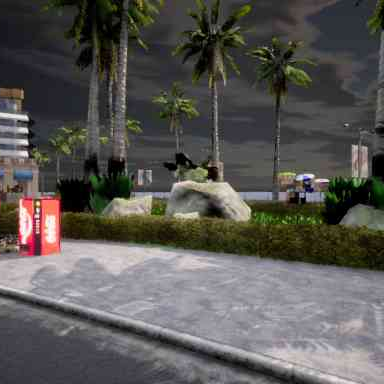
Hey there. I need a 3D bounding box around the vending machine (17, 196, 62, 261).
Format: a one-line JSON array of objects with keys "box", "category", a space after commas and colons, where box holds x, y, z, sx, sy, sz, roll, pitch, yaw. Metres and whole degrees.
[{"box": [-5.242, 1.195, 11.447, 0.880, 2.100, 1.100, 0, 0, 28], "category": "vending machine"}]
